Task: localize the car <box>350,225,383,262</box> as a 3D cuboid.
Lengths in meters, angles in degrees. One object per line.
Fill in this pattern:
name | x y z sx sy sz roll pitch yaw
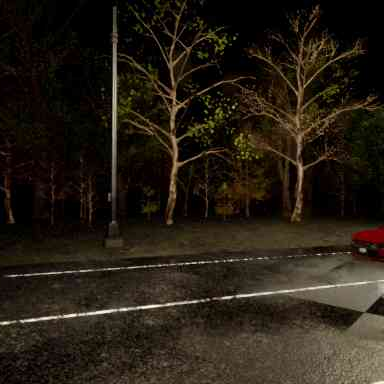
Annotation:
car | 7.765 1.570 11.306 5.008 1.535 1.882 0 0 -19
